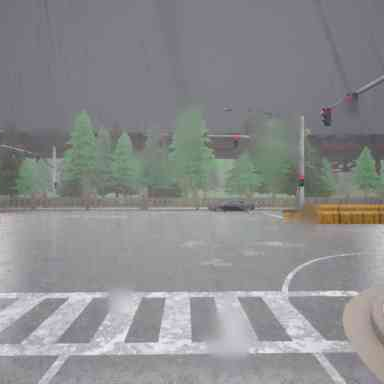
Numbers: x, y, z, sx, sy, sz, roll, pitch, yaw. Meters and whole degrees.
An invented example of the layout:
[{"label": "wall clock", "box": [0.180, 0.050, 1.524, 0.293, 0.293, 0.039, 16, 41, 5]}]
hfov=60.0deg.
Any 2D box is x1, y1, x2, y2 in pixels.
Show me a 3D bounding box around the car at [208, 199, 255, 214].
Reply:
[{"label": "car", "box": [4.179, 1.493, 35.219, 4.902, 1.511, 2.128, 0, 0, -2]}]
